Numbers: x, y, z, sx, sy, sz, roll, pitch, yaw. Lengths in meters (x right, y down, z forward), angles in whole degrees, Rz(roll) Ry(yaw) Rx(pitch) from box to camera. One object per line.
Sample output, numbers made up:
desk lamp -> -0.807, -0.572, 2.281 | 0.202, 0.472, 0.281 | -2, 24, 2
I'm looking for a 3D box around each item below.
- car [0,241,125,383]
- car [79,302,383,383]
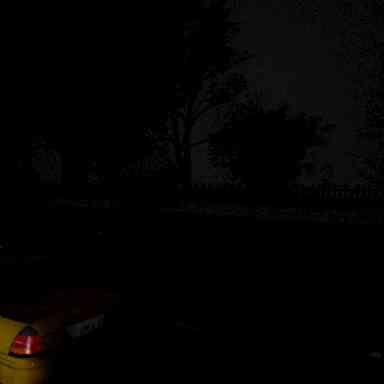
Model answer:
car -> -3.067, 1.440, 5.074 | 4.829, 1.417, 1.752 | 1, 1, 35
car -> 1.654, 1.558, 1.717 | 4.403, 1.369, 2.008 | 1, 1, 35
